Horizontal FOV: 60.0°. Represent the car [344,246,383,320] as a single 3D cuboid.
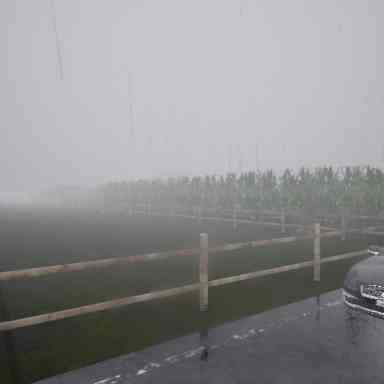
[{"bbox_3d":[4.968,1.505,6.636,4.892,1.490,1.837,0,0,-36],"label":"car"}]
